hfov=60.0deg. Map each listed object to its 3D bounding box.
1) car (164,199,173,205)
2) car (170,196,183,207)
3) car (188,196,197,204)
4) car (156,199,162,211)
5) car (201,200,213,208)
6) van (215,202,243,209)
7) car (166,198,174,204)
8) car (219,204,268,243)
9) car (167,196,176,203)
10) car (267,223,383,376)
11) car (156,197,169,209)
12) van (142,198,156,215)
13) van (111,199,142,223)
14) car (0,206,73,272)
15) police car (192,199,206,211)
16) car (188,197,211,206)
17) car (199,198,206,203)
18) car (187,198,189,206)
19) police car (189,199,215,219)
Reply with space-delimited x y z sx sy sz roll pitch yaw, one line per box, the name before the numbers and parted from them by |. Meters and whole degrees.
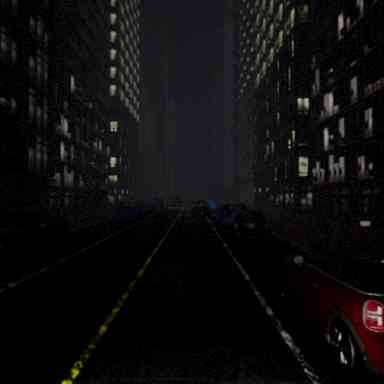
car | -5.636 2.318 79.589 1.802 1.307 4.206 0 0 0
car | -2.980 1.835 64.503 2.150 2.045 5.566 0 0 1
car | 0.051 1.991 83.088 2.097 1.767 4.553 0 0 0
car | -5.658 2.015 45.473 1.947 1.339 4.313 0 -1 0
car | 2.734 2.148 62.519 2.008 1.369 4.403 0 0 0
van | 2.709 1.573 22.725 1.690 1.788 3.998 0 -1 0
car | -5.632 2.325 85.274 1.887 1.381 4.507 0 0 0
car | 2.704 1.616 17.040 1.967 1.590 4.097 0 -1 0
car | -5.627 2.138 90.961 2.192 1.841 5.009 0 0 0
car | 2.793 1.501 5.672 1.967 1.590 4.097 0 -1 0
car | -5.649 1.865 56.848 2.192 1.841 5.009 0 0 0
van | -5.661 1.738 39.790 1.690 1.788 3.998 0 -1 0
van | -5.668 1.630 28.419 1.690 1.788 3.998 0 -1 0
car | -5.708 1.434 11.365 2.192 1.841 5.009 0 -1 0
police car | 0.930 1.905 48.854 1.930 1.638 5.238 0 -1 0
car | 0.926 1.775 42.715 2.097 1.767 4.553 0 -1 0
car | 2.752 2.349 91.114 1.752 1.417 4.829 0 0 0
car | 0.042 2.201 68.116 1.994 1.385 4.181 0 0 0
police car | 0.920 1.757 32.855 1.930 1.638 5.238 0 -1 0
